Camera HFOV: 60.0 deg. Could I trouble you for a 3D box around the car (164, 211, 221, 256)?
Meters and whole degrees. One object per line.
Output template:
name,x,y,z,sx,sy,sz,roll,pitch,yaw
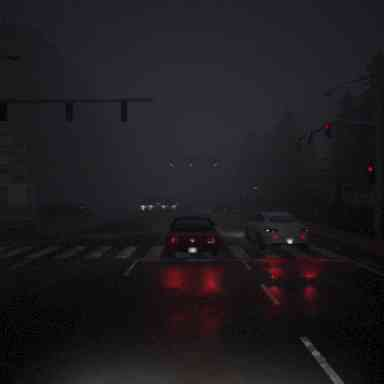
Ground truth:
car,0.011,1.609,13.089,1.895,1.301,4.718,0,0,0

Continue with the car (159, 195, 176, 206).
car,-3.945,1.388,57.367,2.097,1.767,4.553,0,0,0

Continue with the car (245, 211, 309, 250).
car,3.503,1.532,14.248,1.812,1.442,4.674,0,0,0

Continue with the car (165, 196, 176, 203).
car,-4.661,1.570,72.271,1.812,1.442,4.674,0,0,-12

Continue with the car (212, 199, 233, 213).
car,3.349,1.546,36.691,1.812,1.442,4.674,0,0,0

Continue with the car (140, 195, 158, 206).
car,-7.444,1.602,56.108,1.994,1.385,4.181,0,0,0

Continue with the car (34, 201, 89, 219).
car,-11.669,1.563,29.773,4.902,1.511,2.128,0,0,10
